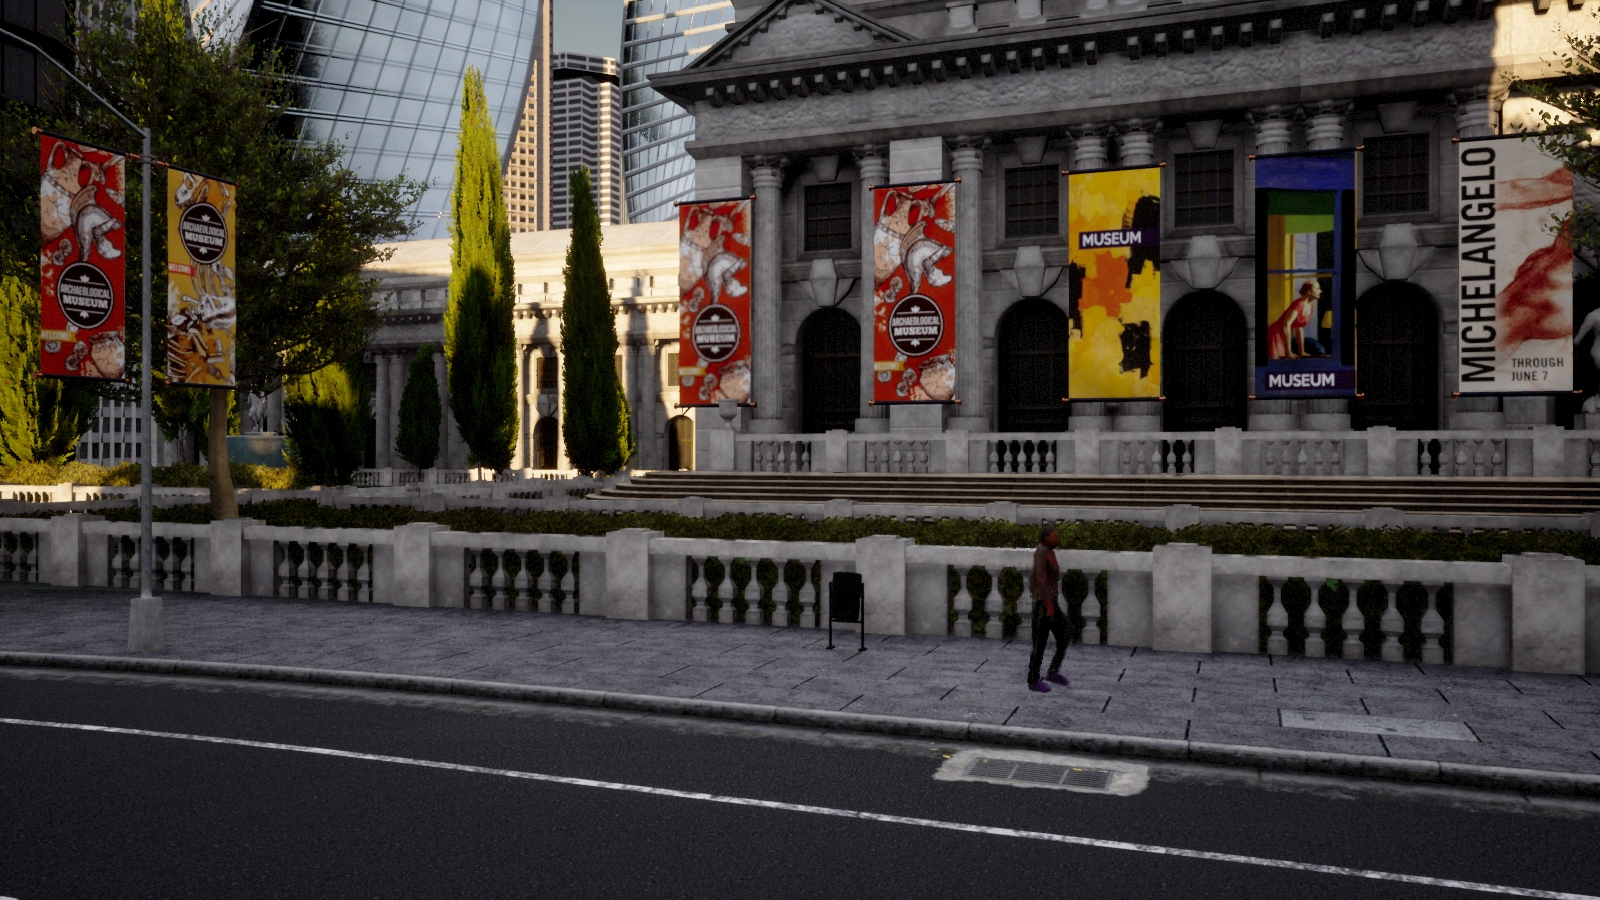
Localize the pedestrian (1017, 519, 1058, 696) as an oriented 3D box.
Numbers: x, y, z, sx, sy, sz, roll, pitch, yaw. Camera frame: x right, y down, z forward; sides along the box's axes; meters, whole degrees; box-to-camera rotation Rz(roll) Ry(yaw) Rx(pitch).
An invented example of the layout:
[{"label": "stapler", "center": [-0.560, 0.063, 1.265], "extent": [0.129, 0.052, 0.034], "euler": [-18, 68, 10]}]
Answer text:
[{"label": "pedestrian", "center": [2.594, 1.696, 12.466], "extent": [0.375, 1.860, 0.375], "euler": [0, 0, 23]}]
